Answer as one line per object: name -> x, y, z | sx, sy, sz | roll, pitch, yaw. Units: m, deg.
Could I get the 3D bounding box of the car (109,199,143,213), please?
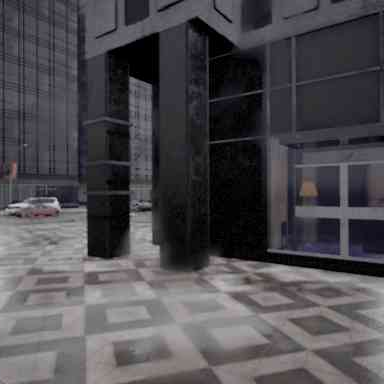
car -> -9.303, 1.966, 47.451 | 2.097, 1.767, 4.553 | -1, -1, 36

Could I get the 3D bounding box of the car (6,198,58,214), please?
car -> -17.264, 1.652, 36.471 | 2.150, 2.045, 5.566 | -1, -1, 36

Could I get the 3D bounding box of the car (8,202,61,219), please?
car -> -15.522, 1.951, 33.333 | 1.994, 1.385, 4.181 | -1, -1, 36

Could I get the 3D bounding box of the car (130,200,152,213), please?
car -> -6.968, 2.109, 45.121 | 1.812, 1.442, 4.674 | -1, -1, 36
